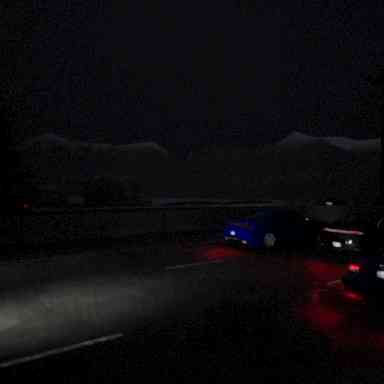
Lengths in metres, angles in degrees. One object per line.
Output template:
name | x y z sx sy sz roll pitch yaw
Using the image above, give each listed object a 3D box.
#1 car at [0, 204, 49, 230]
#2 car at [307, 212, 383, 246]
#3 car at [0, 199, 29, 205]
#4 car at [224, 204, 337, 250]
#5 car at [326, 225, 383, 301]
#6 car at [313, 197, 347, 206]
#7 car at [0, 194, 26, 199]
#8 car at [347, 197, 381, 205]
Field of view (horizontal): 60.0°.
car | -10.096 1.554 18.161 4.718 1.301 1.895 0 0 -34
car | 6.773 1.475 11.973 4.902 1.511 2.128 0 0 -30
car | -12.653 1.437 20.603 4.902 1.511 2.128 0 0 -34
car | 3.718 1.454 14.245 5.008 1.535 1.882 0 0 -31
car | 5.588 1.539 7.263 5.357 1.411 2.033 0 0 -31
car | 18.588 1.439 44.720 4.892 1.490 1.837 0 0 -20
car | -14.527 1.159 23.596 5.566 2.045 2.150 0 0 -34
car | 22.699 1.447 42.476 4.892 1.490 1.837 0 0 -19
